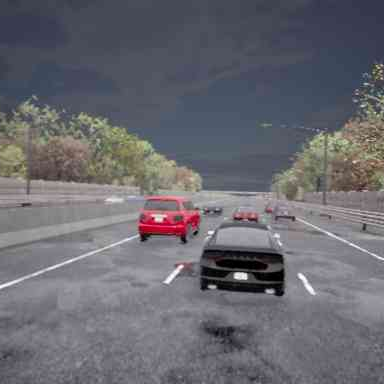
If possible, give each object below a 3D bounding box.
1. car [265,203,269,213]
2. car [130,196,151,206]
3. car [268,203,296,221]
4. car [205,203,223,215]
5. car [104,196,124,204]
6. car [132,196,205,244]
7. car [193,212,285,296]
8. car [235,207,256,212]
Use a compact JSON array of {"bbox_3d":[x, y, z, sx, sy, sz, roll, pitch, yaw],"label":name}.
[{"bbox_3d":[10.454,2.061,42.891,1.994,1.385,4.181,2,0,10],"label":"car"},{"bbox_3d":[-8.640,1.461,56.398,1.882,1.535,5.008,2,0,10],"label":"car"},{"bbox_3d":[8.625,1.937,31.474,2.033,1.411,5.357,2,0,10],"label":"car"},{"bbox_3d":[2.414,1.824,36.658,1.895,1.301,4.718,2,0,9],"label":"car"},{"bbox_3d":[-12.589,1.376,54.057,1.812,1.442,4.674,2,0,10],"label":"car"},{"bbox_3d":[-0.938,1.260,16.426,2.150,2.045,5.566,2,0,9],"label":"car"},{"bbox_3d":[1.389,1.557,9.106,1.882,1.535,5.008,2,0,9],"label":"car"},{"bbox_3d":[4.399,1.845,27.243,1.895,1.301,4.718,2,0,9],"label":"car"}]
